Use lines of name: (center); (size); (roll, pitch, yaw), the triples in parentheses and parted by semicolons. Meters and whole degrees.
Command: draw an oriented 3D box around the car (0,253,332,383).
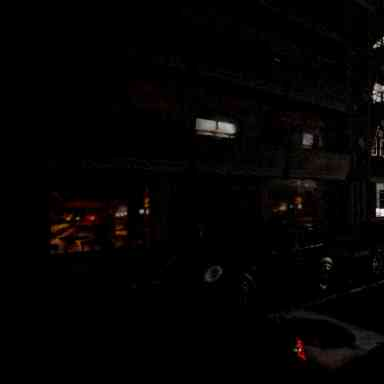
car: (-0.909, 1.570, 2.692); (4.181, 1.385, 1.994); (1, 0, -36)

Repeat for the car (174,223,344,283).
car: (1.317, 1.490, 7.507); (4.097, 1.590, 1.967); (1, -1, -36)

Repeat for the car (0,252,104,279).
car: (-3.183, 1.542, 4.295); (4.507, 1.381, 1.887); (1, -1, -36)

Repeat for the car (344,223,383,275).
car: (5.816, 1.684, 10.715); (4.206, 1.307, 1.802); (1, -1, -36)
